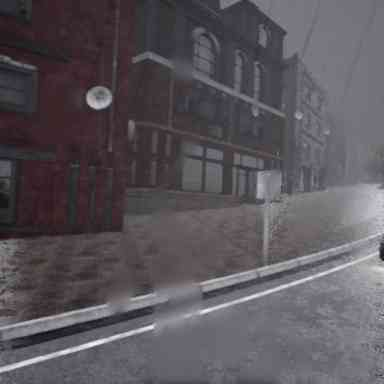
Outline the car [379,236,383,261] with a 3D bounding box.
[{"bbox_3d":[7.661,1.496,10.782,4.181,1.385,1.994,-1,1,-44],"label":"car"}]
